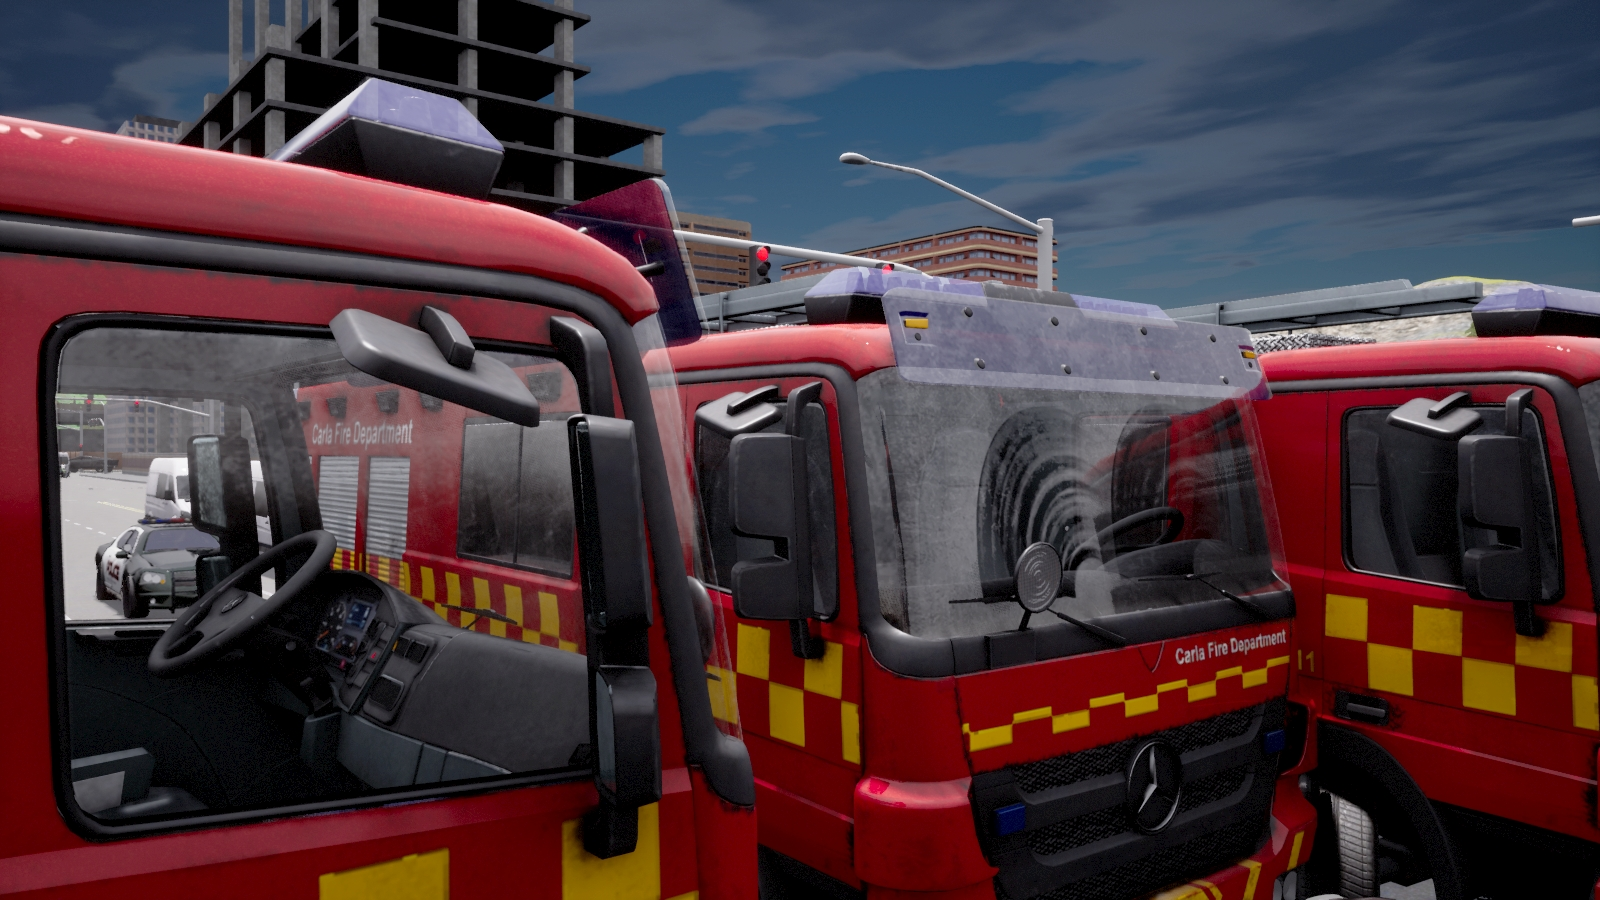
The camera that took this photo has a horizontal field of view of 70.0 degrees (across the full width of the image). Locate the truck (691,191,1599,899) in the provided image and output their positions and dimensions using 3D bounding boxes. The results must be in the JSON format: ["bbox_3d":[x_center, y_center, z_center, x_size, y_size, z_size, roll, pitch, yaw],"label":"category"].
[{"bbox_3d":[2.348,0.890,8.605,2.891,3.827,8.468,0,0,-31],"label":"truck"}]

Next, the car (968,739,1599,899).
[{"bbox_3d":[2.437,2.065,3.109,1.970,1.475,3.806,0,0,-30],"label":"car"}]

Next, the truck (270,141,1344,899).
[{"bbox_3d":[-1.099,0.890,8.003,2.891,3.827,8.468,0,0,-38],"label":"truck"}]

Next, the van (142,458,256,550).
[{"bbox_3d":[-18.578,1.534,35.178,1.988,2.561,5.915,0,0,-39],"label":"van"}]

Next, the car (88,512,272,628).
[{"bbox_3d":[-11.318,2.036,20.662,2.038,1.542,4.974,0,0,-39],"label":"car"}]
